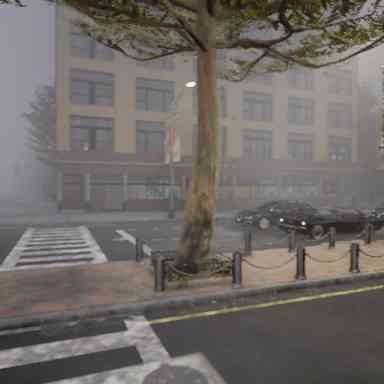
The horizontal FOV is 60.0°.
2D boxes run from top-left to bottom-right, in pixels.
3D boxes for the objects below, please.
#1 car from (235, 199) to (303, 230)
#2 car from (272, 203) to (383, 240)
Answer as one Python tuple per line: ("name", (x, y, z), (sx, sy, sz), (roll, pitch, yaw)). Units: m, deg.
("car", (4.703, 1.195, 18.245), (4.892, 1.490, 1.837), (0, 1, -22))
("car", (6.296, 1.354, 15.127), (4.718, 1.301, 1.895), (0, 1, -22))
